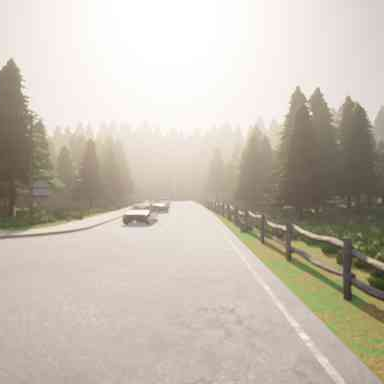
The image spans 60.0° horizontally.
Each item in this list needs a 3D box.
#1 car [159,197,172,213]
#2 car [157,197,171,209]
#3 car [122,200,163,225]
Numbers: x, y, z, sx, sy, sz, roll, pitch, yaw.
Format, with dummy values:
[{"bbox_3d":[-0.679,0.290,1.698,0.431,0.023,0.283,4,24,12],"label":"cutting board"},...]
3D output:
[{"bbox_3d":[-3.602,1.589,36.566,1.994,1.385,4.181,0,0,-1],"label":"car"},{"bbox_3d":[-4.023,1.539,48.620,1.837,1.490,4.892,0,1,-1],"label":"car"},{"bbox_3d":[-3.666,1.563,24.457,2.033,1.411,5.357,0,0,2],"label":"car"}]
